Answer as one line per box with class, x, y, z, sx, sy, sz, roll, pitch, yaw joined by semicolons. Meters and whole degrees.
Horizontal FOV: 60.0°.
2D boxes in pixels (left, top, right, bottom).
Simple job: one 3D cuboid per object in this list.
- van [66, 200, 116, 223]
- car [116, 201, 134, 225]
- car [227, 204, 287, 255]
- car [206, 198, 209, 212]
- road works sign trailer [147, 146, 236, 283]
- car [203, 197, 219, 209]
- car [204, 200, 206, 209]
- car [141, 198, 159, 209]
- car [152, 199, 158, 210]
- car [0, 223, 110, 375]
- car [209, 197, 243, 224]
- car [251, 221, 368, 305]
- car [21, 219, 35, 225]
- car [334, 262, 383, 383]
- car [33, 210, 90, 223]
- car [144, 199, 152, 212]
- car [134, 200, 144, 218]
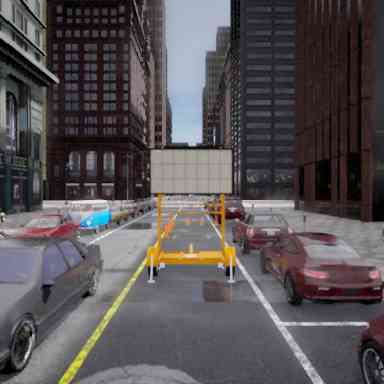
van;-5.800;1.361;19.054;1.690;1.788;3.998;0;0;0
car;-5.808;1.553;24.520;1.752;1.417;4.829;0;0;0
car;2.736;1.453;13.437;1.967;1.590;4.097;0;0;0
car;2.705;1.351;30.345;2.192;1.841;5.009;0;0;0
road works sign trailer;-0.017;0.473;9.686;2.380;3.560;2.880;0;0;0
car;2.677;1.506;47.253;1.967;1.590;4.097;0;0;0
car;2.697;1.611;35.981;1.947;1.339;4.313;0;0;0
car;-5.848;1.617;47.237;2.008;1.369;4.403;0;0;0
car;-5.838;1.622;41.600;1.947;1.339;4.313;0;0;0
car;-3.010;1.553;5.843;2.033;1.411;5.357;0;0;0
car;2.715;1.343;24.709;2.192;1.841;5.009;0;0;0
car;2.746;1.589;7.801;1.802;1.307;4.206;0;0;0
car;-5.779;1.558;7.780;2.008;1.369;4.403;0;0;0
car;2.756;1.584;2.164;1.802;1.307;4.206;0;0;0
car;-5.789;1.595;13.418;1.802;1.307;4.206;0;0;0
car;-5.828;1.611;35.964;1.947;1.339;4.313;0;0;0
car;-5.818;1.618;30.327;1.802;1.307;4.206;0;0;0
